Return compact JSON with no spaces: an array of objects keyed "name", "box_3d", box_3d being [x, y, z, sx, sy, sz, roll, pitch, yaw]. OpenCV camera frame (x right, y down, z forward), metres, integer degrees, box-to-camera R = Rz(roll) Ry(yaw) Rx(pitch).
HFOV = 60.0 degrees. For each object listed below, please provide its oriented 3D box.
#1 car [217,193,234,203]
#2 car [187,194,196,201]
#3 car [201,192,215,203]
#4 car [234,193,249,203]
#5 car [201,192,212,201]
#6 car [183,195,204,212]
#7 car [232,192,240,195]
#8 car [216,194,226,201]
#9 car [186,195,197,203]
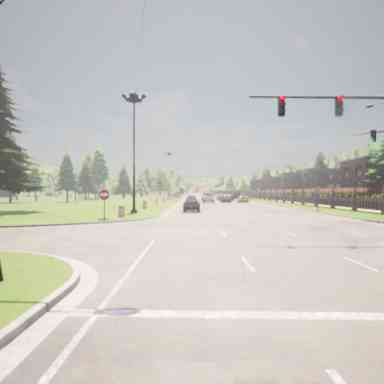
[{"name":"car","box_3d":[6.909,1.509,68.555,1.994,1.385,4.181,0,0,0]},{"name":"car","box_3d":[-0.105,1.309,78.548,2.033,1.411,5.357,0,0,0]},{"name":"car","box_3d":[3.409,1.167,68.163,2.150,2.045,5.566,0,0,0]},{"name":"car","box_3d":[10.409,1.423,68.142,1.882,1.535,5.008,0,0,0]},{"name":"car","box_3d":[3.395,0.995,78.583,2.150,2.045,5.566,0,0,0]},{"name":"car","box_3d":[-0.050,1.462,37.516,2.128,1.511,4.902,0,0,0]},{"name":"car","box_3d":[10.395,0.995,78.592,2.150,2.045,5.566,0,0,0]},{"name":"car","box_3d":[6.895,1.247,78.558,1.882,1.535,5.008,0,0,0]},{"name":"car","box_3d":[-0.091,1.437,68.128,2.128,1.511,4.902,0,0,0]}]
